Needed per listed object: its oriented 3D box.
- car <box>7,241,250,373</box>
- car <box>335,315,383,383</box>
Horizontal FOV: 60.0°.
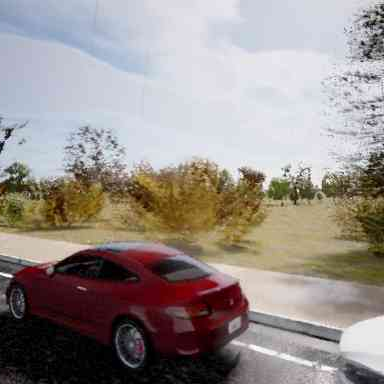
[{"bbox_3d":[-1.309,1.581,5.697,4.674,1.442,1.812,-1,-1,36],"label":"car"},{"bbox_3d":[3.500,1.539,2.249,4.674,1.442,1.812,0,-1,35],"label":"car"}]
